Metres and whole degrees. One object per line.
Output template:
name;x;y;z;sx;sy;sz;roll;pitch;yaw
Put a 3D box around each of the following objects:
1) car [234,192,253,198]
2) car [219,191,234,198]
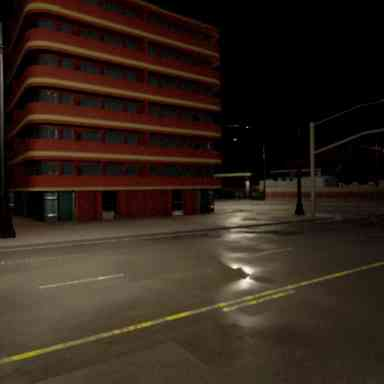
car;13.129;0.795;82.076;3.806;1.475;1.970;-1;1;-35
car;9.161;0.649;86.300;4.611;1.667;2.242;-1;1;-35
